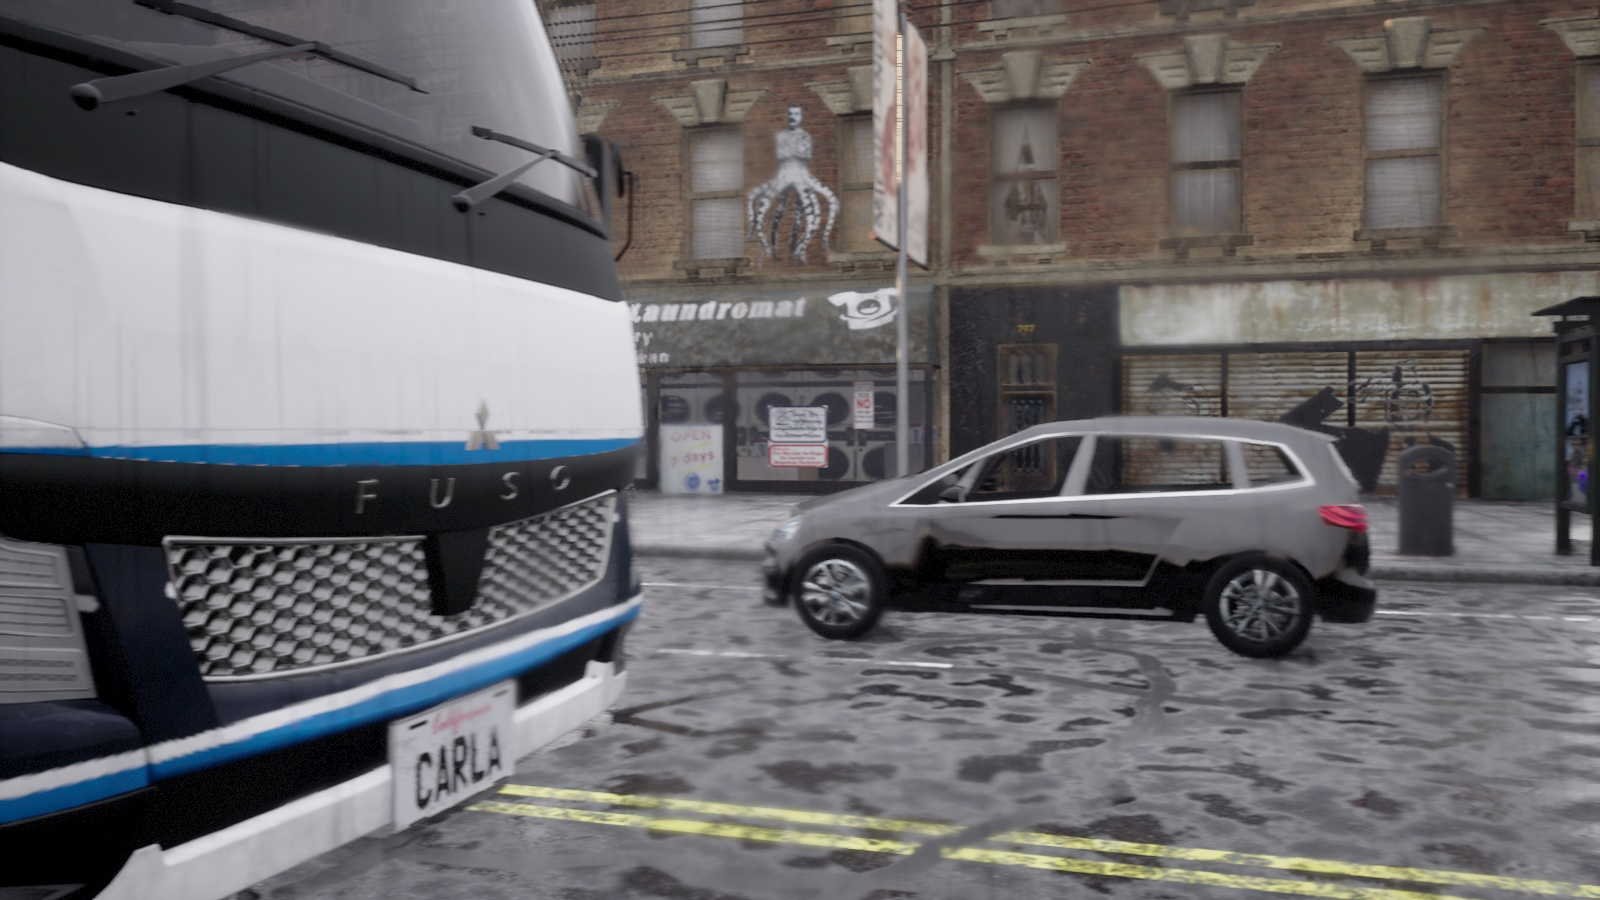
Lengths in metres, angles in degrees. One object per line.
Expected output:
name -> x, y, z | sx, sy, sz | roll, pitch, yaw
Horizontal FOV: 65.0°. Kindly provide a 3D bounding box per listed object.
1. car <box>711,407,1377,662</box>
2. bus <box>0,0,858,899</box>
car -> 1.855, 0.517, 9.924 | 4.611, 1.667, 2.242 | 1, 1, 16
bus -> -5.257, -0.662, 4.898 | 10.273, 4.253, 3.944 | 1, 1, 17
